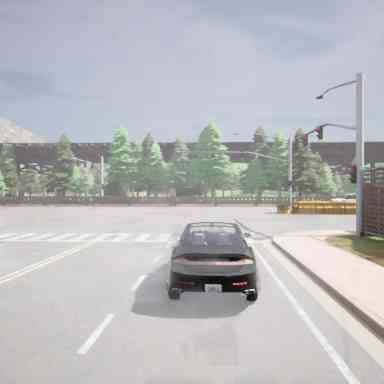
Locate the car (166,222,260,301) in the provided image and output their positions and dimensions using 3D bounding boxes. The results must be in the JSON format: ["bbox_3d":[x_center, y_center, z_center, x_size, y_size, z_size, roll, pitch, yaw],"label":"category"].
[{"bbox_3d":[0.503,1.492,8.333,2.128,1.511,4.902,0,0,3],"label":"car"}]

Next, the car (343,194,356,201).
[{"bbox_3d":[19.800,1.222,41.304,5.566,2.045,2.150,0,0,2],"label":"car"}]

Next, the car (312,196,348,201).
[{"bbox_3d":[14.520,1.491,37.917,4.902,1.511,2.128,0,0,1],"label":"car"}]
